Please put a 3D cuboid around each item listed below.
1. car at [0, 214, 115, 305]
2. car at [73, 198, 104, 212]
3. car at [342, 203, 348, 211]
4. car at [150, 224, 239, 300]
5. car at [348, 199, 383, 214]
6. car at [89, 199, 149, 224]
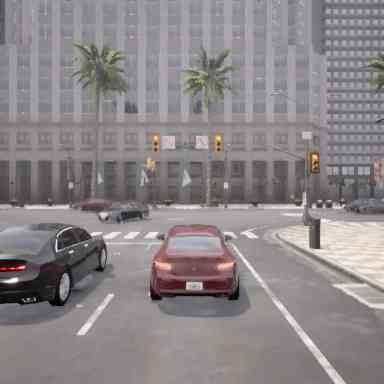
[{"bbox_3d":[-3.439,1.507,8.038,1.837,1.490,4.892,0,0,0],"label":"car"},{"bbox_3d":[-10.999,1.487,38.104,5.008,1.535,1.882,0,0,0],"label":"car"},{"bbox_3d":[19.753,1.501,38.075,4.902,1.511,2.128,0,0,0],"label":"car"},{"bbox_3d":[0.070,1.528,8.292,1.812,1.442,4.674,0,0,1],"label":"car"},{"bbox_3d":[19.033,1.573,34.575,4.181,1.385,1.994,0,0,0],"label":"car"},{"bbox_3d":[-5.163,1.498,25.403,2.128,1.511,4.902,0,0,25],"label":"car"}]
